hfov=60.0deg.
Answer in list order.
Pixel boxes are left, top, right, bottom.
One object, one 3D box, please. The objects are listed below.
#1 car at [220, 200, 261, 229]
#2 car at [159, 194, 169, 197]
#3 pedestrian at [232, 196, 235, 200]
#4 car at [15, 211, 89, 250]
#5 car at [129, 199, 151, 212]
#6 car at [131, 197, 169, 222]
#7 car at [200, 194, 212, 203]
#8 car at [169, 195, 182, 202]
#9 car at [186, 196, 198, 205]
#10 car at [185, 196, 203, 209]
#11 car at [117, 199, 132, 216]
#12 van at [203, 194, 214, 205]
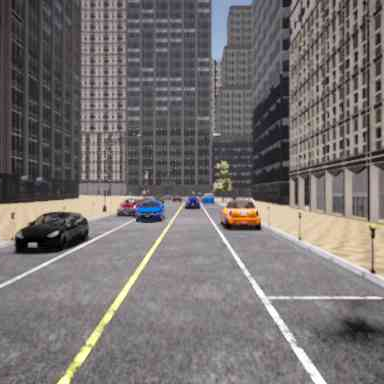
[{"bbox_3d":[2.999,1.280,21.285,2.097,1.767,4.553,0,0,0],"label":"car"},{"bbox_3d":[-5.686,1.363,59.196,1.947,1.339,4.313,1,0,0],"label":"car"},{"bbox_3d":[2.999,1.213,24.099,0.375,1.860,0.375,1,0,0],"label":"pedestrian"},{"bbox_3d":[-5.683,1.519,14.054,1.947,1.339,4.313,1,0,0],"label":"car"},{"bbox_3d":[-5.684,1.458,36.626,1.802,1.307,4.206,1,0,0],"label":"car"},{"bbox_3d":[-3.101,1.392,25.525,1.882,1.535,5.008,0,0,0],"label":"car"},{"bbox_3d":[2.696,1.218,64.830,1.967,1.590,4.097,1,0,0],"label":"car"},{"bbox_3d":[-3.007,1.361,67.322,1.895,1.301,4.718,0,0,0],"label":"car"},{"bbox_3d":[-0.003,1.414,54.692,1.895,1.301,4.718,0,0,0],"label":"car"},{"bbox_3d":[0.074,1.379,43.452,1.812,1.442,4.674,0,0,-1],"label":"car"},{"bbox_3d":[-5.683,1.335,30.983,1.967,1.590,4.097,1,0,0],"label":"car"},{"bbox_3d":[2.699,1.159,53.547,1.690,1.788,3.998,1,0,0],"label":"van"}]
